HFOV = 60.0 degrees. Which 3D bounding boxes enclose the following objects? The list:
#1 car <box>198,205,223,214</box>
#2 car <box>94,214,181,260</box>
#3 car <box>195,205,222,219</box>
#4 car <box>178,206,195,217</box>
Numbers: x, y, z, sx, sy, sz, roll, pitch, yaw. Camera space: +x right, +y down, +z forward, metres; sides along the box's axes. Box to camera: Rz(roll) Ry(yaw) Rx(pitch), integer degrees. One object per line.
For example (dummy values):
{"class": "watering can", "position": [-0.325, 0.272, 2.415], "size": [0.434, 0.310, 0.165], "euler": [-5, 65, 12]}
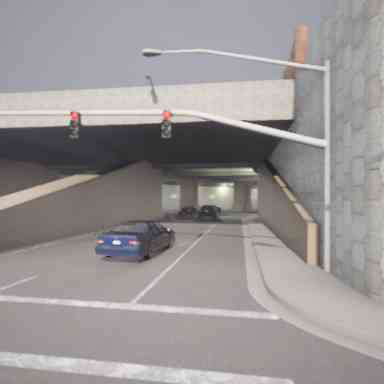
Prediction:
{"class": "car", "position": [3.167, 2.883, 55.546], "size": [1.882, 1.535, 5.008], "euler": [0, -2, 34]}
{"class": "car", "position": [-2.161, 1.868, 13.996], "size": [2.033, 1.411, 5.357], "euler": [0, -1, 11]}
{"class": "car", "position": [2.159, 2.410, 41.905], "size": [2.097, 1.767, 4.553], "euler": [0, -1, 11]}
{"class": "car", "position": [-0.535, 2.652, 45.981], "size": [1.812, 1.442, 4.674], "euler": [0, -1, 14]}
